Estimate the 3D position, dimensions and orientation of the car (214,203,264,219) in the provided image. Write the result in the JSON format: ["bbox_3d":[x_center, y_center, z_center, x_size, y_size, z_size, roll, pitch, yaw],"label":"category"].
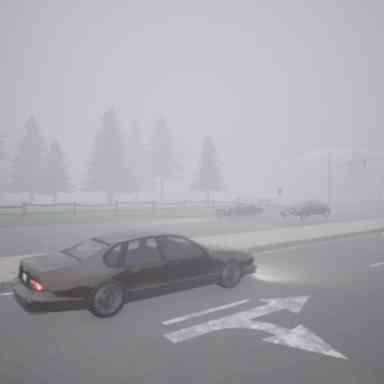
[{"bbox_3d":[4.255,1.646,30.122,4.718,1.301,1.895,0,0,-37],"label":"car"}]

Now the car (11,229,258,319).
[{"bbox_3d":[-0.952,1.562,7.427,5.357,1.411,2.033,0,0,-37],"label":"car"}]

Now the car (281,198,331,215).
[{"bbox_3d":[8.470,1.207,24.535,4.674,1.442,1.812,0,0,-37],"label":"car"}]
